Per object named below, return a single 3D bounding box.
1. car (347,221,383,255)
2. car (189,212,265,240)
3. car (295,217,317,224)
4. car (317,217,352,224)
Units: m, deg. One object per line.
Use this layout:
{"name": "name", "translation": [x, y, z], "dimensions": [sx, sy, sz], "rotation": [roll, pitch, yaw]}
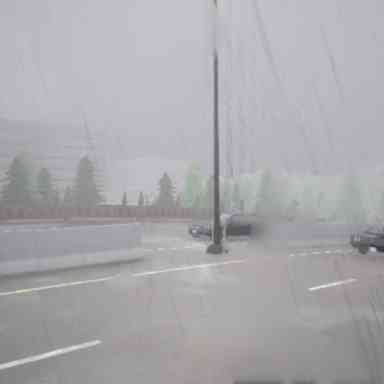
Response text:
{"name": "car", "translation": [8.966, 2.116, 14.446], "dimensions": [4.718, 1.301, 1.895], "rotation": [4, -3, -35]}
{"name": "car", "translation": [2.015, 1.854, 18.328], "dimensions": [4.674, 1.442, 1.812], "rotation": [4, -2, -35]}
{"name": "car", "translation": [12.645, 3.327, 34.501], "dimensions": [4.892, 1.490, 1.837], "rotation": [8, -5, -35]}
{"name": "car", "translation": [14.158, 3.279, 31.279], "dimensions": [4.674, 1.442, 1.812], "rotation": [7, -4, -35]}
